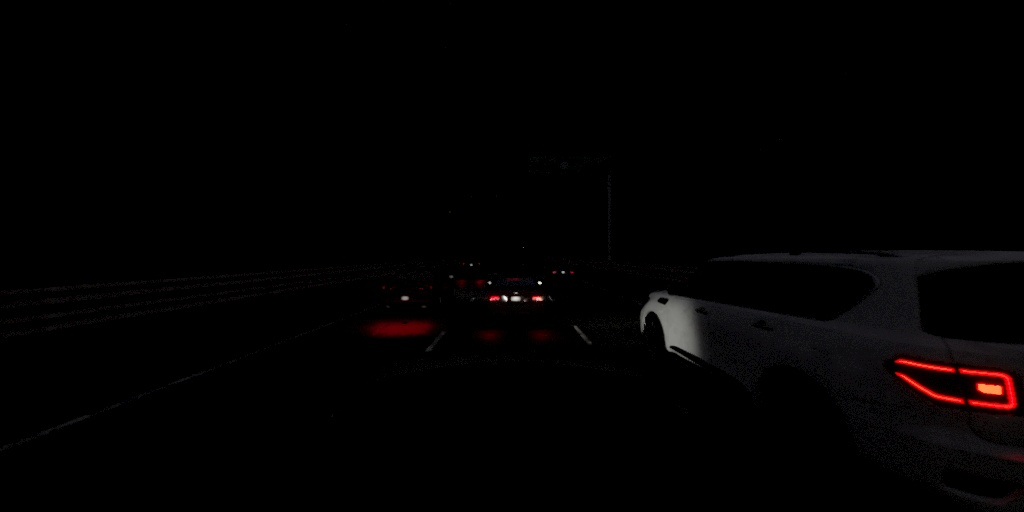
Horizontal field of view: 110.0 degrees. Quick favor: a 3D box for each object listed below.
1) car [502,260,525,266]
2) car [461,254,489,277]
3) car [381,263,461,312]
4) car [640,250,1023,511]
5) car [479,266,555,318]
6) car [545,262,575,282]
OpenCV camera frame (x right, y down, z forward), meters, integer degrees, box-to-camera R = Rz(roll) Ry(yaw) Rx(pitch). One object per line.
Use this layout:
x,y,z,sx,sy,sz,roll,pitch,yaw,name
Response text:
0.105,1.115,33.450,1.837,1.490,4.892,0,0,0,car
-3.396,0.835,32.623,2.150,2.045,5.566,0,0,0,car
-3.398,1.169,13.860,1.882,1.535,5.008,0,0,0,car
3.598,0.956,4.722,2.150,2.045,5.566,0,0,0,car
0.102,1.245,12.620,2.033,1.411,5.357,0,0,0,car
3.603,1.178,27.667,2.033,1.411,5.357,0,0,0,car
